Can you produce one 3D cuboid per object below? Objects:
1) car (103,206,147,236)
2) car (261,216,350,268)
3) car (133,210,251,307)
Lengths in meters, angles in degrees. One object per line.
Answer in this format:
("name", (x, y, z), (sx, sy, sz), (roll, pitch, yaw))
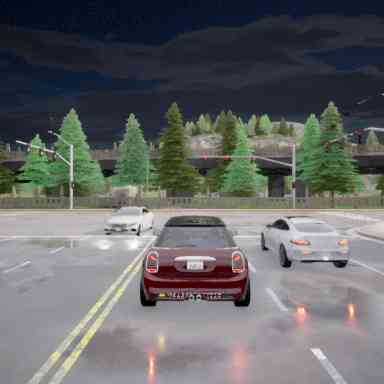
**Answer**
("car", (-3.348, 1.522, 18.372), (1.812, 1.442, 4.674), (0, 0, 6))
("car", (3.594, 1.526, 11.205), (1.812, 1.442, 4.674), (0, 0, 0))
("car", (0.077, 1.352, 8.157), (2.097, 1.767, 4.553), (0, 0, 1))
